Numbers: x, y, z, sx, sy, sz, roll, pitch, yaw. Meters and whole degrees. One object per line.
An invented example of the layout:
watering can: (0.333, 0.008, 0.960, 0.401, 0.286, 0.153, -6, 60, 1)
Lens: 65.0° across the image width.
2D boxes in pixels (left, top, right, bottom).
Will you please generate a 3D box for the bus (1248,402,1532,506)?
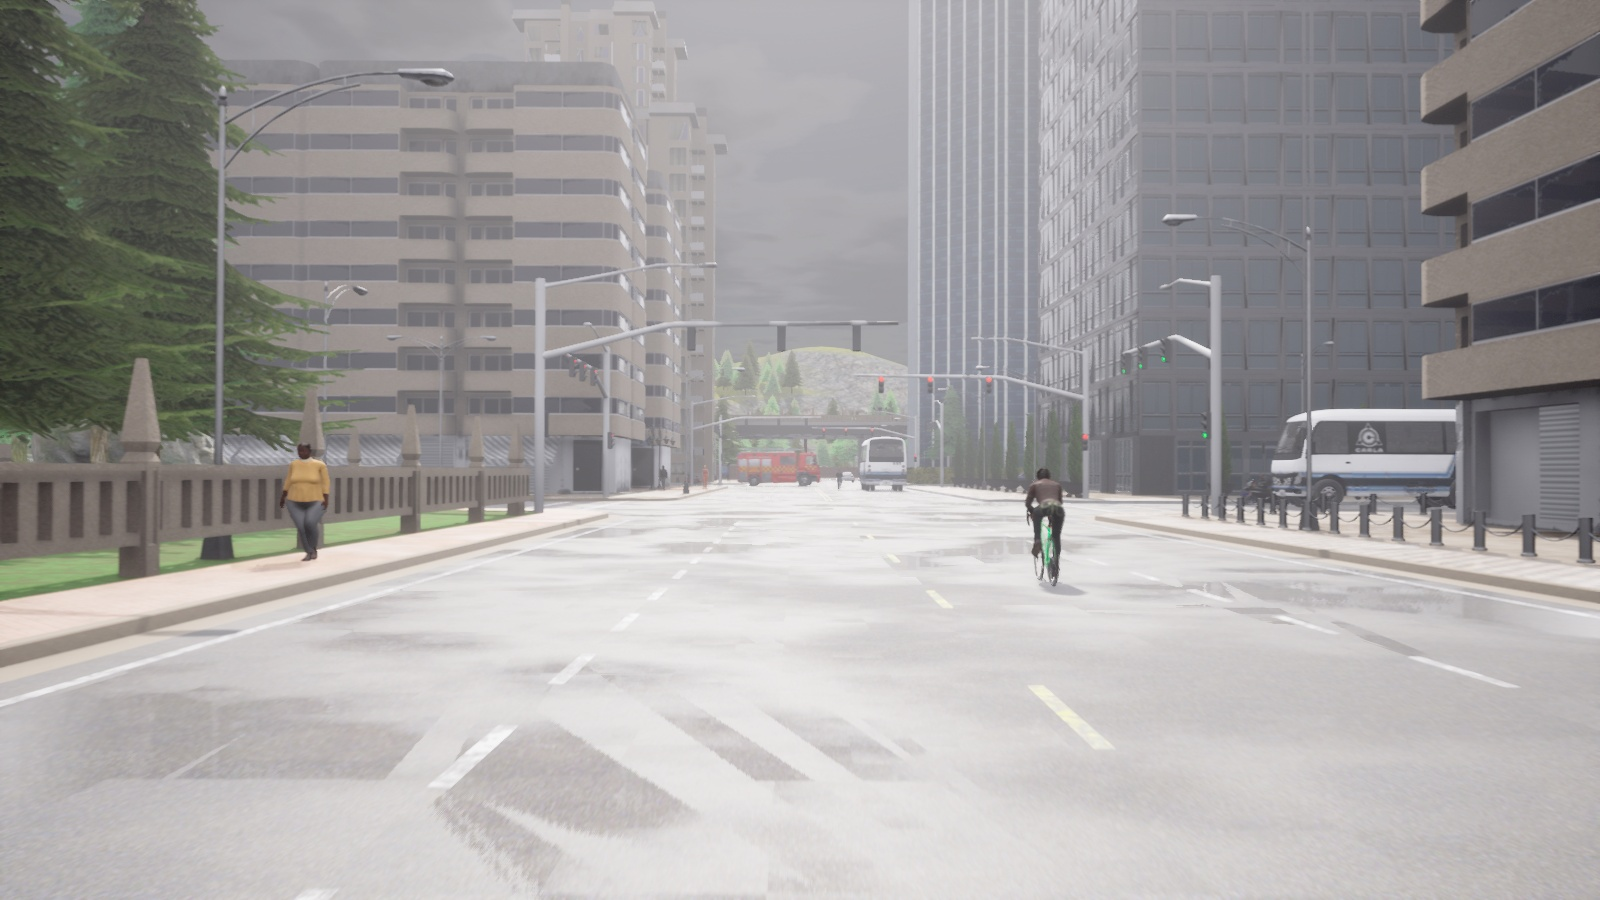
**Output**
bus: (25.096, 0.185, 53.900, 10.273, 4.253, 3.944, 0, -1, 0)

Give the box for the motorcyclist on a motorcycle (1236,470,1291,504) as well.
motorcyclist on a motorcycle: (21.161, 1.670, 57.387, 2.191, 1.530, 0.866, 0, -1, 0)

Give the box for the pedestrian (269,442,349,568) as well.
pedestrian: (-7.424, 0.822, 19.040, 0.874, 1.855, 0.900, 0, -1, -2)

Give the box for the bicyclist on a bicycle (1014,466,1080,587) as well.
bicyclist on a bicycle: (3.457, 1.050, 17.701, 0.582, 1.620, 1.656, 0, -1, 0)
